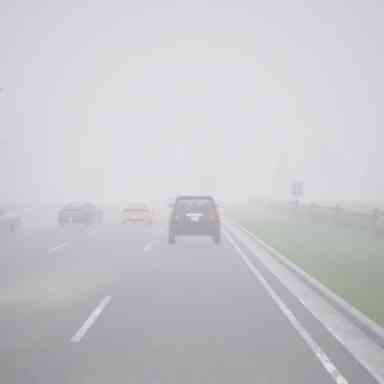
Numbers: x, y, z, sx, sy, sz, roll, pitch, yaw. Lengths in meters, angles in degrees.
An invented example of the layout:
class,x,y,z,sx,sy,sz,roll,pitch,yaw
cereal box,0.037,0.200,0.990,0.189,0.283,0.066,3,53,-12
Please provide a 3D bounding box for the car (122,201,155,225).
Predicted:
class,x,y,z,sx,sy,sz,roll,pitch,yaw
car,-3.661,1.339,23.155,1.882,1.535,5.008,0,0,-3

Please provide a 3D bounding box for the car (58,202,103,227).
class,x,y,z,sx,sy,sz,roll,pitch,yaw
car,-7.081,1.363,21.516,2.128,1.511,4.902,0,0,-3

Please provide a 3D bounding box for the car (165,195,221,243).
class,x,y,z,sx,sy,sz,roll,pitch,yaw
car,0.085,1.127,15.671,2.150,2.045,5.566,0,0,-1

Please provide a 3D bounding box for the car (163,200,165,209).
class,x,y,z,sx,sy,sz,roll,pitch,yaw
car,-2.199,1.274,38.604,1.837,1.490,4.892,1,0,-12

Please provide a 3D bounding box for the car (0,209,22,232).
class,x,y,z,sx,sy,sz,roll,pitch,yaw
car,-10.422,1.502,16.529,1.895,1.301,4.718,0,0,-1
